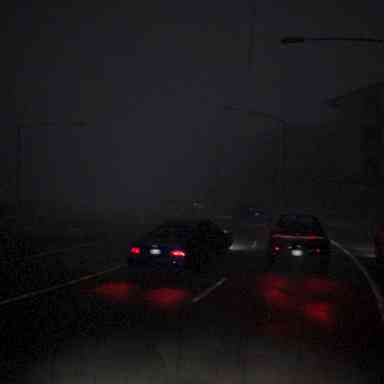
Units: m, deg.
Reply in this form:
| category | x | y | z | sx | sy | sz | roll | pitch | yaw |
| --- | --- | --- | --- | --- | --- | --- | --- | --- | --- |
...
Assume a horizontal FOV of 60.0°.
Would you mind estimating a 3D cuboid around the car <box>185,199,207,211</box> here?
| category | x | y | z | sx | sy | sz | roll | pitch | yaw |
| --- | --- | --- | --- | --- | --- | --- | --- | --- | --- |
| car | 0.534 | 1.671 | 43.034 | 1.812 | 1.442 | 4.674 | 0 | -1 | -17 |

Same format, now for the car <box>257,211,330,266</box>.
| category | x | y | z | sx | sy | sz | roll | pitch | yaw |
| --- | --- | --- | --- | --- | --- | --- | --- | --- | --- |
| car | 3.758 | 1.536 | 11.880 | 2.128 | 1.511 | 4.902 | 0 | 0 | 18 |

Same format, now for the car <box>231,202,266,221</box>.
| category | x | y | z | sx | sy | sz | roll | pitch | yaw |
| --- | --- | --- | --- | --- | --- | --- | --- | --- | --- |
| car | 4.633 | 1.577 | 27.948 | 1.882 | 1.535 | 5.008 | 0 | 0 | -8 |

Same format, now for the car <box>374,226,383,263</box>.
| category | x | y | z | sx | sy | sz | roll | pitch | yaw |
| --- | --- | --- | --- | --- | --- | --- | --- | --- | --- |
| car | 6.524 | 1.393 | 9.163 | 2.097 | 1.767 | 4.553 | 0 | 0 | 19 |

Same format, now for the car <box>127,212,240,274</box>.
| category | x | y | z | sx | sy | sz | roll | pitch | yaw |
| --- | --- | --- | --- | --- | --- | --- | --- | --- | --- |
| car | -0.088 | 1.584 | 10.862 | 2.033 | 1.411 | 5.357 | 0 | 0 | 20 |

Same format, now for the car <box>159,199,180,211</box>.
| category | x | y | z | sx | sy | sz | roll | pitch | yaw |
| --- | --- | --- | --- | --- | --- | --- | --- | --- | --- |
| car | -2.934 | 1.616 | 42.415 | 1.882 | 1.535 | 5.008 | 0 | -1 | -18 |
